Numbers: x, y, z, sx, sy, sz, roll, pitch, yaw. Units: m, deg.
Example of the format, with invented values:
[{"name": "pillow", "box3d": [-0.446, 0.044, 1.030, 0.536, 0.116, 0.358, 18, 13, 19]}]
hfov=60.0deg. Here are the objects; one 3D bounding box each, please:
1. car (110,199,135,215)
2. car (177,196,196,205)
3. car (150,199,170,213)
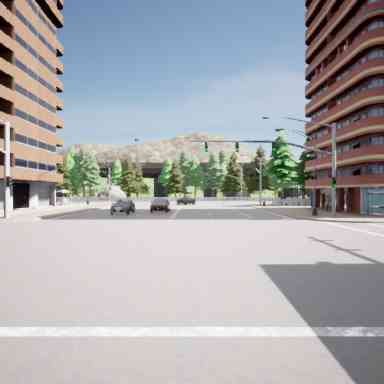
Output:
[{"name": "car", "box3d": [-7.068, 1.502, 34.297, 2.128, 1.511, 4.902, 0, 0, 0]}, {"name": "car", "box3d": [-1.090, 1.497, 58.865, 2.128, 1.511, 4.902, 0, 0, -27]}, {"name": "car", "box3d": [-3.548, 1.490, 37.619, 1.882, 1.535, 5.008, 0, 0, 0]}]
